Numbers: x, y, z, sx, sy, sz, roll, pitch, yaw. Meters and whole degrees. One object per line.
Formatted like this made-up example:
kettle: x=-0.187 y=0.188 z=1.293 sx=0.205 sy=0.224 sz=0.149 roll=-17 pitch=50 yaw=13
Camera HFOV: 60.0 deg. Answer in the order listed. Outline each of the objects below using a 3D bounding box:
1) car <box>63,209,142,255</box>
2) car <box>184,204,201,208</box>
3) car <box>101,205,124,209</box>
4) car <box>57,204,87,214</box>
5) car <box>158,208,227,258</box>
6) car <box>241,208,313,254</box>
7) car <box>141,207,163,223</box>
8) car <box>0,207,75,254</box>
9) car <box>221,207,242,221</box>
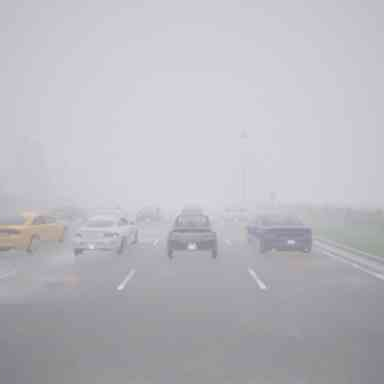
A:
car: x=-3.474 y=1.680 z=13.877 sx=1.812 sy=1.442 sz=4.674 roll=0 pitch=0 yaw=1
car: x=0.031 y=1.801 z=29.231 sx=1.882 sy=1.535 sz=5.008 roll=0 pitch=0 yaw=1
car: x=-6.972 y=1.845 z=28.877 sx=1.812 sy=1.442 sz=4.674 roll=0 pitch=0 yaw=1
car: x=-10.477 y=1.808 z=28.479 sx=2.128 sy=1.511 sz=4.902 roll=0 pitch=0 yaw=0
car: x=0.021 y=1.643 z=13.480 sx=2.128 sy=1.511 sz=4.902 roll=0 pitch=0 yaw=0
car: x=3.529 y=1.636 z=14.231 sx=1.882 sy=1.535 sz=5.008 roll=0 pitch=0 yaw=1
car: x=-3.480 y=1.913 z=28.228 sx=1.895 sy=1.301 sz=4.718 roll=0 pitch=-1 yaw=0
car: x=-6.971 y=1.636 z=14.228 sx=1.882 sy=1.535 sz=5.008 roll=0 pitch=0 yaw=1
car: x=3.520 y=1.913 z=28.227 sx=1.895 sy=1.301 sz=4.718 roll=0 pitch=-1 yaw=0
